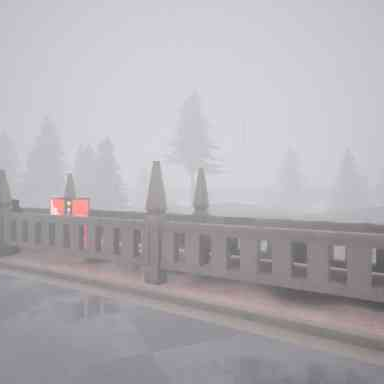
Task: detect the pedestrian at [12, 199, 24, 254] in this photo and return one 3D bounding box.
[{"bbox_3d":[-5.977,1.138,11.253,0.375,1.860,0.375,1,1,29],"label":"pedestrian"}]

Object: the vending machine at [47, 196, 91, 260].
[{"bbox_3d":[-4.286,1.191,11.640,0.880,2.100,1.100,1,0,30],"label":"vending machine"}]
